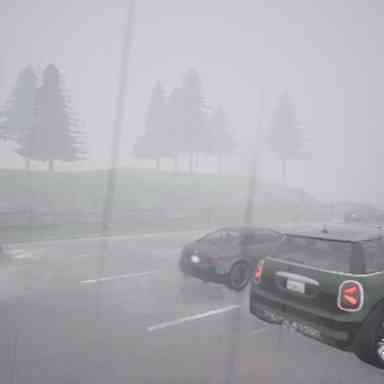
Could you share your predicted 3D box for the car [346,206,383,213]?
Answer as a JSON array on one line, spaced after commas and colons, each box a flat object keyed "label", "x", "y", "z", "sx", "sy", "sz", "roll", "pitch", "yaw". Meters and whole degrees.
[{"label": "car", "x": 14.069, "y": 1.804, "z": 26.701, "sx": 4.181, "sy": 1.385, "sz": 1.994, "roll": 1, "pitch": 0, "yaw": -36}]

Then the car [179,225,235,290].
[{"label": "car", "x": 1.716, "y": 1.624, "z": 9.271, "sx": 4.181, "sy": 1.385, "sz": 1.994, "roll": 1, "pitch": 0, "yaw": -35}]

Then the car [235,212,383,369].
[{"label": "car", "x": 3.233, "y": 1.405, "z": 6.055, "sx": 4.553, "sy": 1.767, "sz": 2.097, "roll": 1, "pitch": 0, "yaw": -35}]

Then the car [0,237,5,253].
[{"label": "car", "x": -8.924, "y": 1.535, "z": 10.282, "sx": 5.357, "sy": 1.411, "sz": 2.033, "roll": 1, "pitch": 0, "yaw": -35}]
